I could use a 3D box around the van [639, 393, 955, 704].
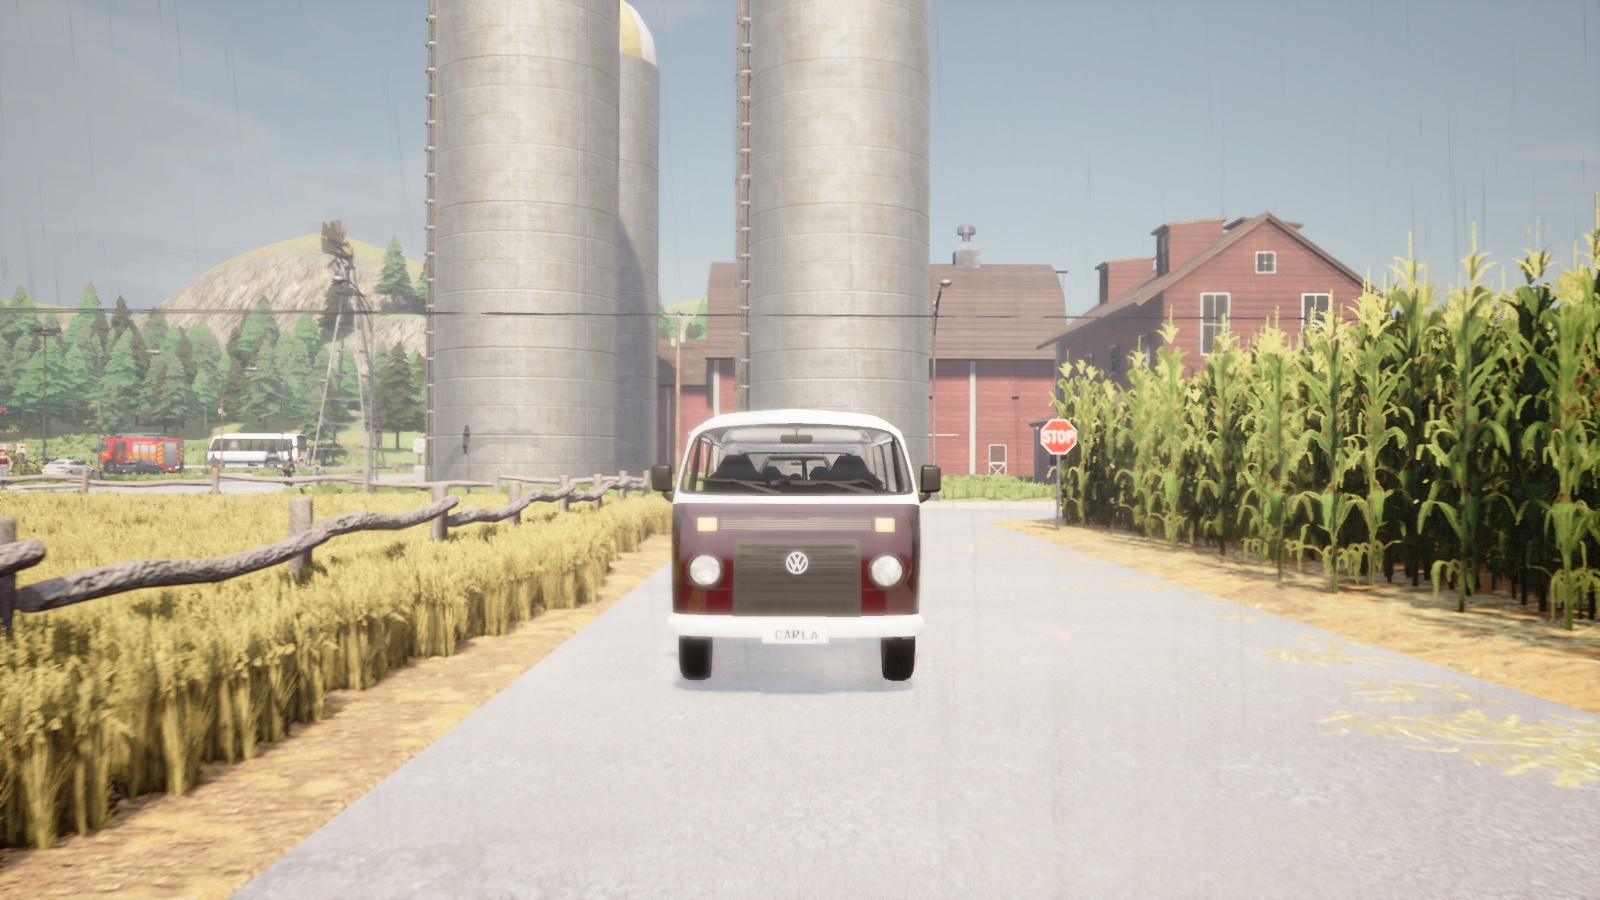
[{"bbox_3d":[-0.028,0.692,10.509,2.069,2.038,4.480,0,-1,0],"label":"van"}]

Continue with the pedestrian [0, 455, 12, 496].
[{"bbox_3d":[-35.127,1.125,55.525,0.345,1.836,0.594,0,0,-18],"label":"pedestrian"}]
